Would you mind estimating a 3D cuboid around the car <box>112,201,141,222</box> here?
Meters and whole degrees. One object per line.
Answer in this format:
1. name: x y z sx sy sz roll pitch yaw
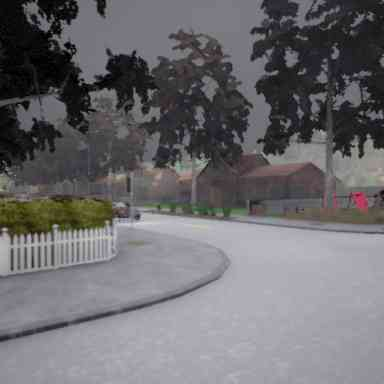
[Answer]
1. car: -5.695 1.476 26.213 1.812 1.442 4.674 0 0 -36
